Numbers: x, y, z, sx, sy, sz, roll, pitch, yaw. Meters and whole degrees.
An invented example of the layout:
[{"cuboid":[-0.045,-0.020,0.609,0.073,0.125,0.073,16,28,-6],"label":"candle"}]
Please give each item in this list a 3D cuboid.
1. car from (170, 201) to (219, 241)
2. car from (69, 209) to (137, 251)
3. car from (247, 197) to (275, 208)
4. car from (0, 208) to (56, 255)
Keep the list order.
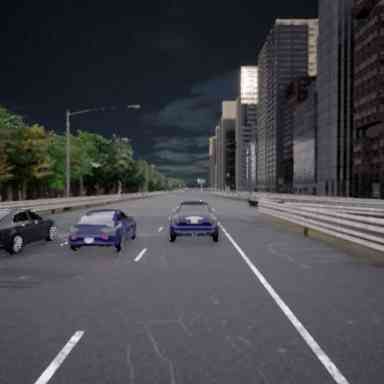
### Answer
[{"cuboid":[0.094,1.214,15.960,2.097,1.767,4.553,0,0,0],"label":"car"},{"cuboid":[-3.405,1.411,13.305,1.812,1.442,4.674,0,0,0],"label":"car"},{"cuboid":[8.301,1.289,40.560,1.895,1.301,4.718,0,1,-11],"label":"car"},{"cuboid":[-6.912,1.394,12.825,1.837,1.490,4.892,0,0,0],"label":"car"}]
